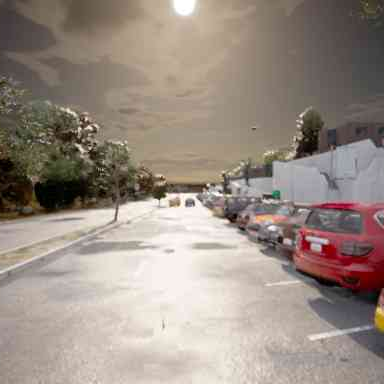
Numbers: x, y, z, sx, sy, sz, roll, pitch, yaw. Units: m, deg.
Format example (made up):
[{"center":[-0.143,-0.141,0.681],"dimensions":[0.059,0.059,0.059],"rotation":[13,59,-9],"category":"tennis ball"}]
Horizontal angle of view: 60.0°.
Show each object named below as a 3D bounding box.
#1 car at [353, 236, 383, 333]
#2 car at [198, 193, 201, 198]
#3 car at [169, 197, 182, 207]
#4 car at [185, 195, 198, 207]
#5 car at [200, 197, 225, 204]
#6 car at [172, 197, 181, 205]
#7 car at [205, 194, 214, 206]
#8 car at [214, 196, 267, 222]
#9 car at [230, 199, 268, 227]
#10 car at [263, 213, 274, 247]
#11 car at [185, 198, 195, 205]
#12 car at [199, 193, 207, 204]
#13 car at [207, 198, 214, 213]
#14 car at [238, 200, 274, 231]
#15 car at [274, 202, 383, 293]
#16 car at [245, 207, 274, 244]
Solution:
[{"center":[5.229,1.509,4.847],"dimensions":[5.366,1.575,1.946],"rotation":[1,-1,-20],"category":"car"},{"center":[4.648,1.797,70.798],"dimensions":[5.566,2.045,2.435],"rotation":[1,0,-20],"category":"car"},{"center":[-3.360,2.022,64.113],"dimensions":[1.882,1.535,5.008],"rotation":[0,0,0],"category":"car"},{"center":[-0.361,1.895,64.155],"dimensions":[2.097,1.767,4.553],"rotation":[0,0,0],"category":"car"},{"center":[4.807,2.040,76.892],"dimensions":[5.366,1.575,1.946],"rotation":[1,0,-20],"category":"car"},{"center":[-3.422,1.998,74.533],"dimensions":[1.837,1.490,4.892],"rotation":[0,0,0],"category":"car"},{"center":[4.844,1.511,37.777],"dimensions":[5.566,2.045,2.435],"rotation":[1,0,-20],"category":"car"},{"center":[4.963,1.388,25.808],"dimensions":[5.566,2.045,2.435],"rotation":[1,-1,-20],"category":"car"},{"center":[4.942,1.465,19.780],"dimensions":[4.553,1.767,2.185],"rotation":[1,-1,-20],"category":"car"},{"center":[5.050,1.568,10.800],"dimensions":[4.792,1.488,2.163],"rotation":[1,-1,-20],"category":"car"},{"center":[-0.420,1.994,74.187],"dimensions":[2.033,1.411,5.357],"rotation":[0,0,0],"category":"car"},{"center":[4.752,1.766,61.818],"dimensions":[5.566,2.045,2.435],"rotation":[1,0,-20],"category":"car"},{"center":[4.709,1.722,34.721],"dimensions":[5.366,1.575,1.946],"rotation":[1,0,-20],"category":"car"},{"center":[5.022,1.447,16.795],"dimensions":[4.553,1.767,2.185],"rotation":[1,0,-20],"category":"car"},{"center":[5.070,1.273,7.798],"dimensions":[5.566,2.045,2.435],"rotation":[1,-1,-20],"category":"car"},{"center":[5.014,1.556,13.784],"dimensions":[4.892,1.521,2.231],"rotation":[1,0,-20],"category":"car"}]
